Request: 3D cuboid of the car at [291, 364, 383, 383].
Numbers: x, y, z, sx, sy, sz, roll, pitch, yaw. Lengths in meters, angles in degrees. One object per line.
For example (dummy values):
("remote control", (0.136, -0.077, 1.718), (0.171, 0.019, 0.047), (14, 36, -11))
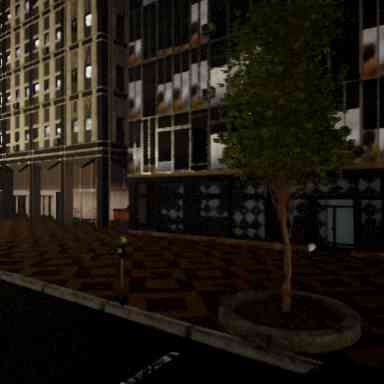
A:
("car", (2.253, 1.568, 1.270), (4.313, 1.339, 1.947), (0, 0, 36))
